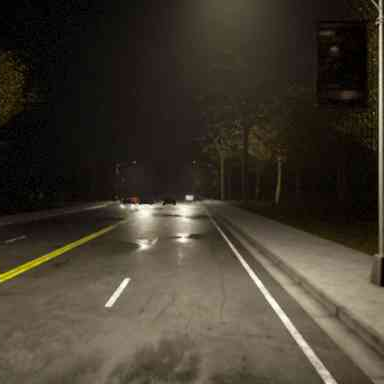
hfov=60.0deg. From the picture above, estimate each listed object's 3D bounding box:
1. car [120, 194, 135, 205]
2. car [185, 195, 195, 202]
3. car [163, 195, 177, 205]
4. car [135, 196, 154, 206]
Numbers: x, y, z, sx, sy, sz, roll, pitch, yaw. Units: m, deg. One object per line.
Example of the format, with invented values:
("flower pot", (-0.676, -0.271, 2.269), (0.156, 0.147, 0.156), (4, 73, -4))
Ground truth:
("car", (-10.057, 1.153, 53.390), (2.097, 1.767, 4.553), (0, 0, 0))
("car", (-0.480, 1.273, 70.925), (1.812, 1.442, 4.674), (0, 0, -1))
("car", (-3.413, 1.283, 52.223), (1.882, 1.535, 5.008), (0, 0, -1))
("car", (-6.797, 1.289, 50.091), (1.882, 1.535, 5.008), (0, 0, 0))
